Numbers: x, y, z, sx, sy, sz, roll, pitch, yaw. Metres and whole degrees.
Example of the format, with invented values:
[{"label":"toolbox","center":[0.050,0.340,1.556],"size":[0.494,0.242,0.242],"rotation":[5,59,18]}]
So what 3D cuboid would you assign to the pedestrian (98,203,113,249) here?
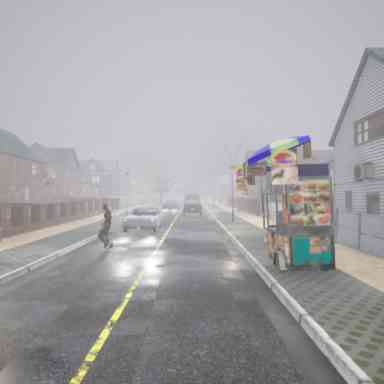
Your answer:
[{"label":"pedestrian","center":[-3.370,1.305,13.000],"size":[0.375,1.860,0.375],"rotation":[2,-2,0]}]

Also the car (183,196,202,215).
[{"label":"car","center":[0.061,1.519,34.773],"size":[1.882,1.535,5.008],"rotation":[0,0,0]}]

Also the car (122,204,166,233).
[{"label":"car","center":[-2.867,1.619,20.077],"size":[1.895,1.301,4.718],"rotation":[0,0,0]}]

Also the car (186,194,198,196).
[{"label":"car","center":[0.033,1.285,45.803],"size":[2.150,2.045,5.566],"rotation":[0,0,0]}]

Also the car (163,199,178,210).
[{"label":"car","center":[-2.888,1.623,44.197],"size":[1.994,1.385,4.181],"rotation":[0,0,0]}]

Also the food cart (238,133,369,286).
[{"label":"food cart","center":[2.944,0.475,10.191],"size":[2.280,3.560,4.660],"rotation":[-2,-2,0]}]
